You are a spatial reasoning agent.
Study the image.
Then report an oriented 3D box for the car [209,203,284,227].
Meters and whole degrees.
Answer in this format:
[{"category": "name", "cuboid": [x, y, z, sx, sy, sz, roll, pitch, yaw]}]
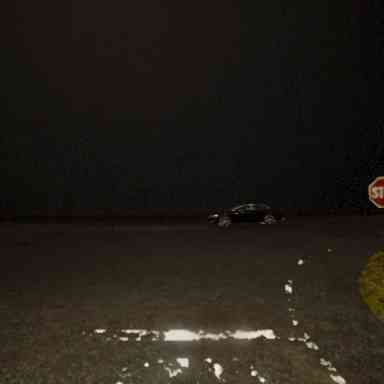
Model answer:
[{"category": "car", "cuboid": [3.564, 1.495, 22.046, 4.902, 1.511, 2.128, -1, -2, -1]}]
